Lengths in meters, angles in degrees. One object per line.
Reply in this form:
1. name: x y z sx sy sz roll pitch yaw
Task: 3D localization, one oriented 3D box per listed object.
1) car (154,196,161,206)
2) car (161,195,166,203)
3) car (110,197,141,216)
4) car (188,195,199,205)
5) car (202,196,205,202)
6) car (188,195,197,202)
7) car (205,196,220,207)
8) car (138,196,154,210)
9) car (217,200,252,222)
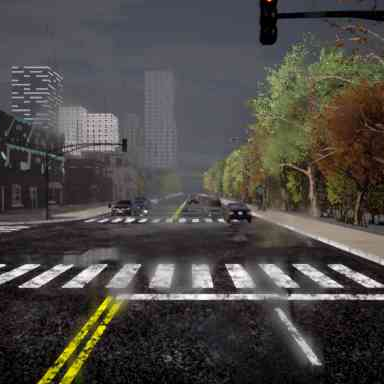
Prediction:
1. car: -6.472 1.506 53.075 1.812 1.442 4.674 0 0 0
2. car: -6.362 1.468 68.052 2.128 1.511 4.902 0 0 0
3. car: -6.524 1.515 32.588 1.812 1.442 4.674 0 0 0
4. car: 0.224 1.578 59.513 1.895 1.301 4.718 0 0 0
5. car: 3.404 1.522 74.290 1.994 1.385 4.181 0 0 0
6. car: 0.158 1.470 74.398 1.837 1.490 4.892 0 0 0
7. car: 3.454 1.529 50.474 2.033 1.411 5.357 0 0 0
8. car: -6.500 1.337 42.781 2.097 1.767 4.553 0 0 0
9. car: 3.404 1.540 25.813 2.033 1.411 5.357 0 0 0
